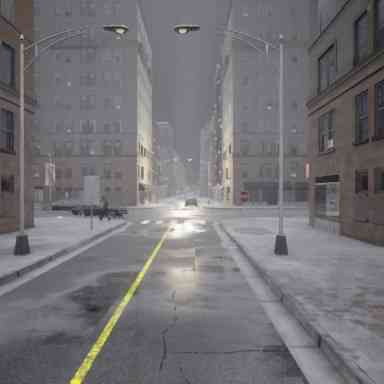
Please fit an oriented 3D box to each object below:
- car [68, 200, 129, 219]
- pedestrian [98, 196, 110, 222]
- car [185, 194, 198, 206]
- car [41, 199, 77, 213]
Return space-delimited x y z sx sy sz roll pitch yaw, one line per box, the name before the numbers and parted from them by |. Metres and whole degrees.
car | -7.985 1.616 29.082 4.718 1.301 1.895 0 0 14
pedestrian | -6.123 1.141 23.145 0.375 1.860 0.375 0 0 0
car | -0.082 1.502 54.026 2.128 1.511 4.902 0 0 0
car | -13.907 1.508 36.536 4.902 1.511 2.128 0 0 0
